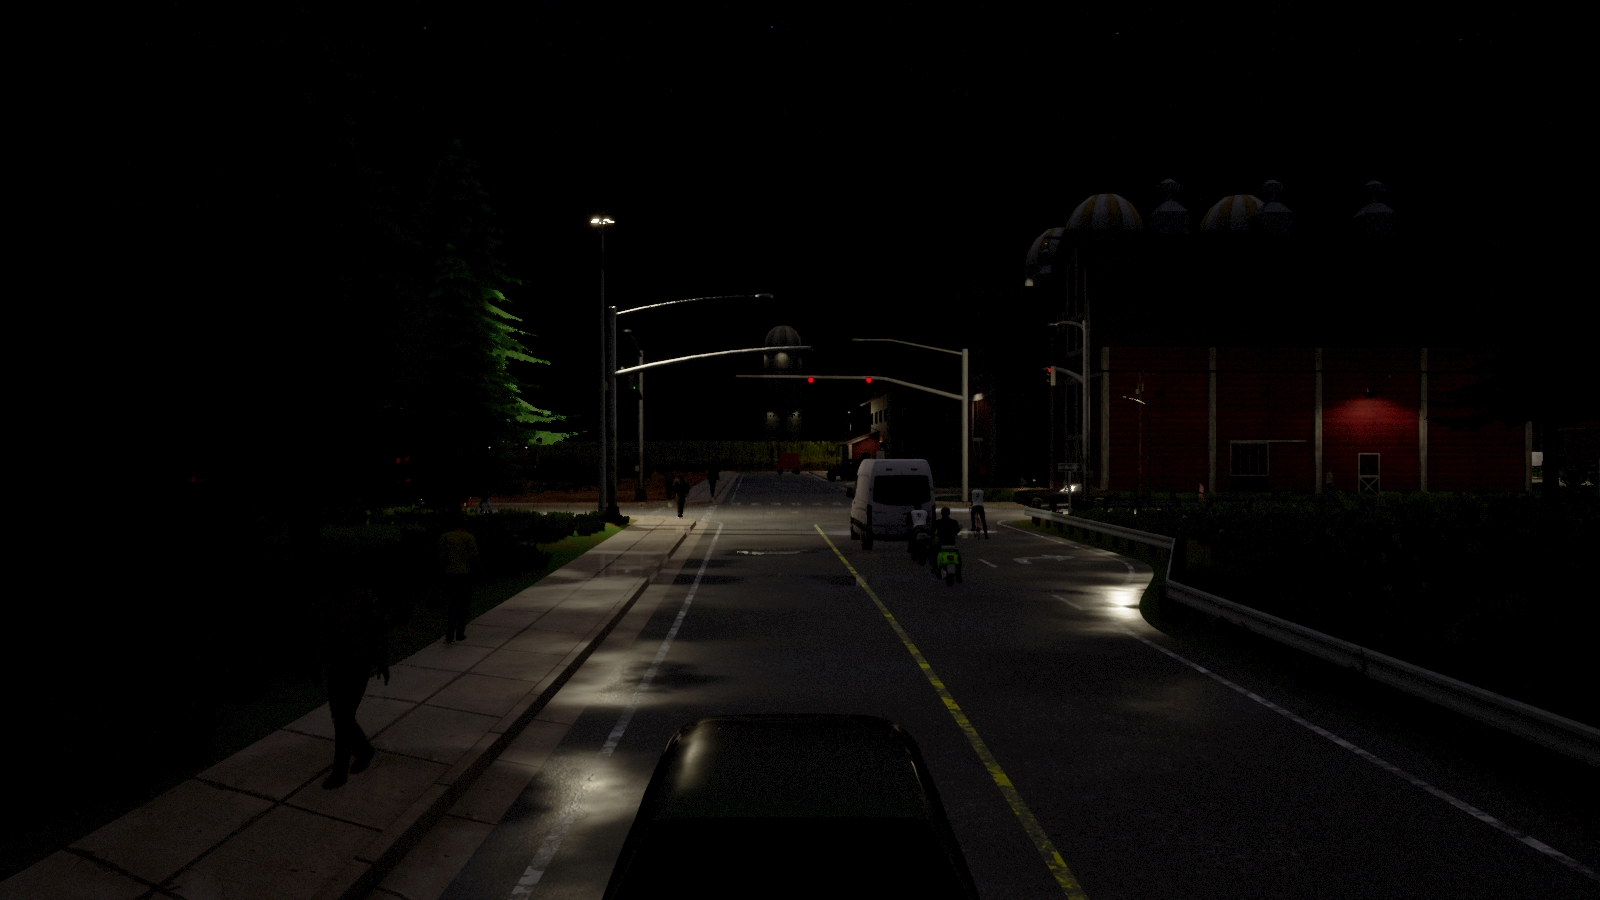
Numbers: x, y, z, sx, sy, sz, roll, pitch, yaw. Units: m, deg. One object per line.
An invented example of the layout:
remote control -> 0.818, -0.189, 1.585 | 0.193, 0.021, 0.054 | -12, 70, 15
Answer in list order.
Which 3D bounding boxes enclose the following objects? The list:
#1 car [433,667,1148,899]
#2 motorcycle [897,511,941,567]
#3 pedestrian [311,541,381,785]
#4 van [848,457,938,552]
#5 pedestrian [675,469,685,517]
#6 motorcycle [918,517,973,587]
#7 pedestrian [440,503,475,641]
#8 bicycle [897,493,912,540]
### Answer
car -> -0.032, 1.973, 4.130 | 1.851, 1.617, 3.988 | 0, 0, 0
motorcycle -> 2.898, 2.159, 27.998 | 0.803, 1.199, 2.033 | 0, 0, -2
pedestrian -> -3.602, 1.669, 9.078 | 0.375, 1.860, 0.375 | 0, 0, 12
van -> 2.659, 1.508, 34.092 | 1.988, 2.561, 5.915 | 0, 0, -2
pedestrian -> -4.643, 1.674, 44.336 | 0.375, 1.860, 0.375 | 0, 0, -4
motorcycle -> 3.041, 2.115, 24.012 | 0.856, 1.316, 1.805 | 0, 0, -2
pedestrian -> -4.714, 1.670, 15.726 | 0.375, 1.860, 0.375 | 0, 0, -2
bicycle -> 3.290, 2.079, 36.037 | 0.373, 1.396, 1.643 | 0, 0, 3
